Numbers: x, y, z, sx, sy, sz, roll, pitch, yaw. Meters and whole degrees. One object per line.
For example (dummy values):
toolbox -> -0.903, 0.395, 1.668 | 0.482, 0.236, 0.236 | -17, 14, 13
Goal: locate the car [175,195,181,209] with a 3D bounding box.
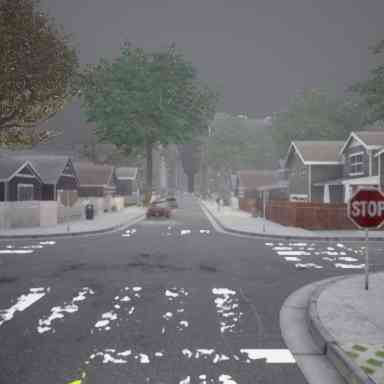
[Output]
car -> -2.755, 1.501, 44.420 | 1.837, 1.490, 4.892 | 0, 0, 0

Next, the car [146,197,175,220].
car -> -2.752, 1.483, 28.622 | 1.882, 1.535, 5.008 | 0, 0, 0
